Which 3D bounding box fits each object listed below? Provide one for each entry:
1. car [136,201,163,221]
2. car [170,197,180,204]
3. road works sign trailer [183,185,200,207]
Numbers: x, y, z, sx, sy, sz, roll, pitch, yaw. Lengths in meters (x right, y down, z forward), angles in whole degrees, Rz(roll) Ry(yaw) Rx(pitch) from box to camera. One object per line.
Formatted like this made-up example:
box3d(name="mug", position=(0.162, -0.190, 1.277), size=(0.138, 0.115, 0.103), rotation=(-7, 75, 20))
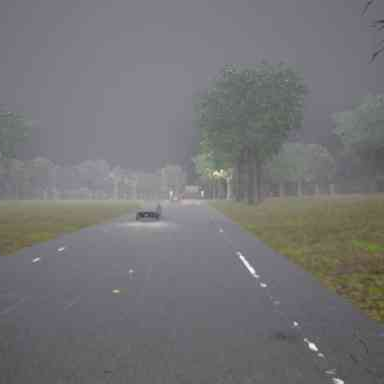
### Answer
box3d(name="car", position=(-3.598, 1.555, 28.656), size=(1.882, 1.535, 5.008), rotation=(0, 0, 0))
box3d(name="car", position=(-3.502, 1.694, 69.460), size=(1.812, 1.442, 4.674), rotation=(0, 0, 0))
box3d(name="road works sign trailer", position=(0.009, 0.595, 53.361), size=(2.380, 3.560, 2.880), rotation=(0, 0, -1))
